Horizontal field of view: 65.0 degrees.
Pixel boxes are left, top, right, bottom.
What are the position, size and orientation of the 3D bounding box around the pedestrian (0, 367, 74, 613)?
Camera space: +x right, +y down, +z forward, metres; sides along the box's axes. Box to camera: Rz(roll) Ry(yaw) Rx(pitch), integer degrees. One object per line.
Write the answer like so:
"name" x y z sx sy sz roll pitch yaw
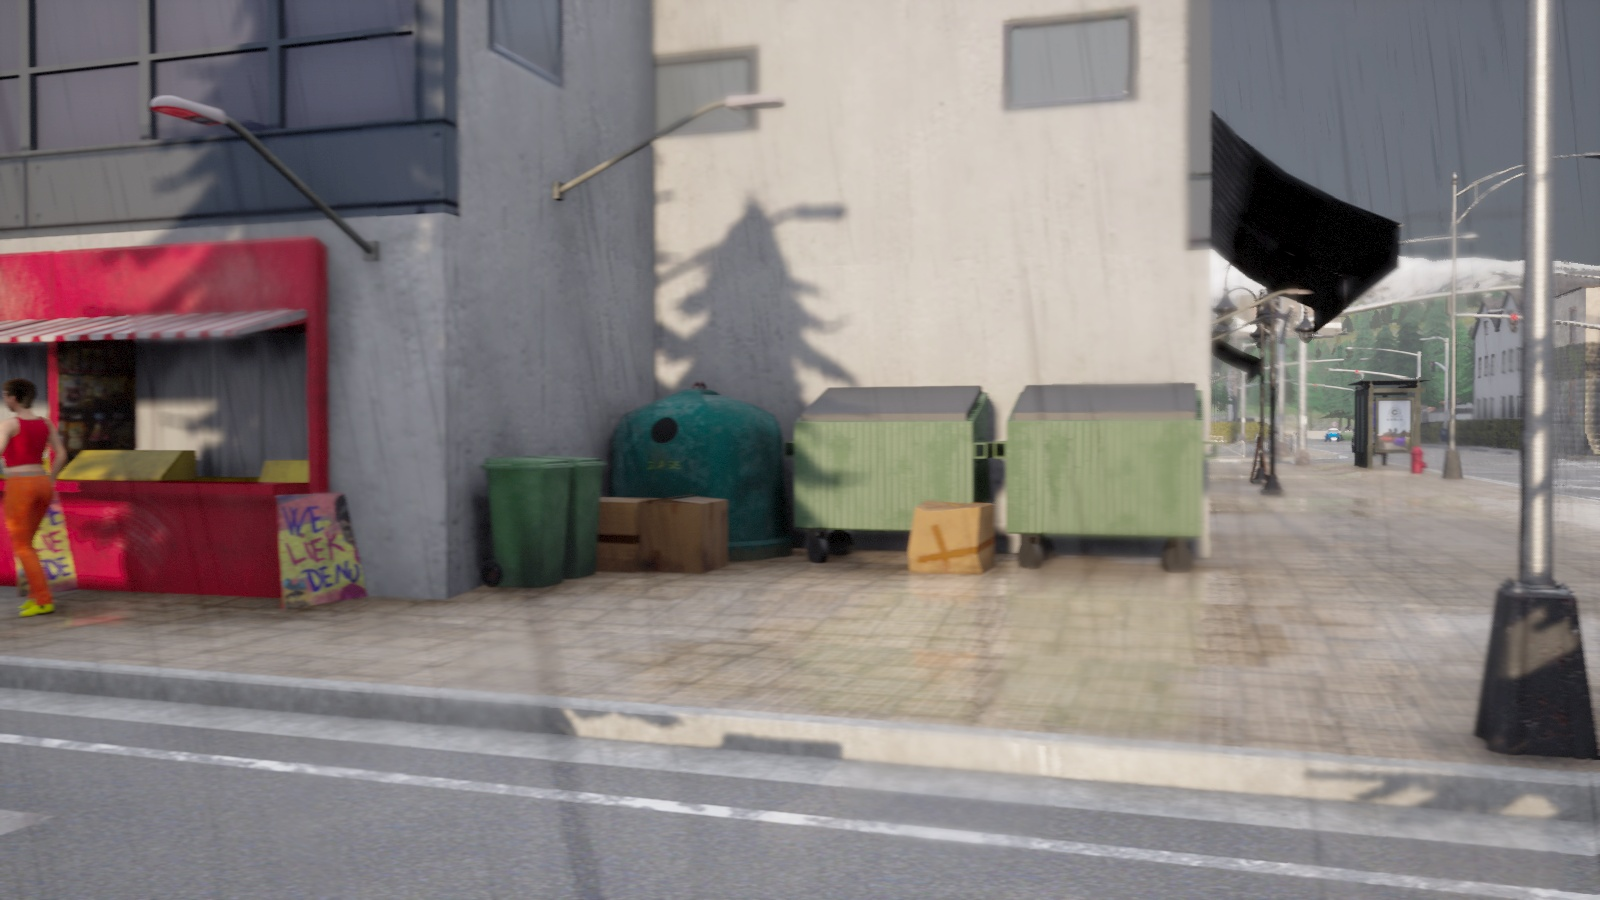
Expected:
"pedestrian" -5.964 0.295 9.650 0.594 1.836 0.345 1 1 17
